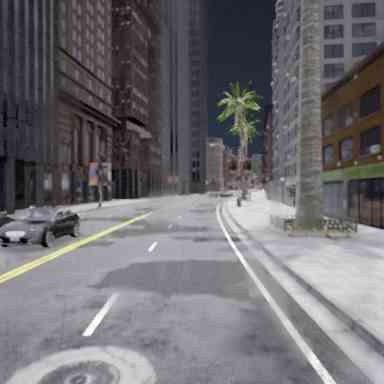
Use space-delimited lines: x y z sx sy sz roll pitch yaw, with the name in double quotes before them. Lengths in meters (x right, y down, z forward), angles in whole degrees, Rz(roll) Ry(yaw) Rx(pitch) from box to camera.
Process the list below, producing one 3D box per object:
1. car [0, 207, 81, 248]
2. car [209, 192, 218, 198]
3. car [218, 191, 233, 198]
"car" -6.475 1.456 14.682 2.128 1.511 4.902 0 0 1
"car" 5.855 0.812 90.540 2.033 1.411 5.357 0 1 12
"car" 9.035 0.614 89.874 2.097 1.767 4.553 0 1 12
